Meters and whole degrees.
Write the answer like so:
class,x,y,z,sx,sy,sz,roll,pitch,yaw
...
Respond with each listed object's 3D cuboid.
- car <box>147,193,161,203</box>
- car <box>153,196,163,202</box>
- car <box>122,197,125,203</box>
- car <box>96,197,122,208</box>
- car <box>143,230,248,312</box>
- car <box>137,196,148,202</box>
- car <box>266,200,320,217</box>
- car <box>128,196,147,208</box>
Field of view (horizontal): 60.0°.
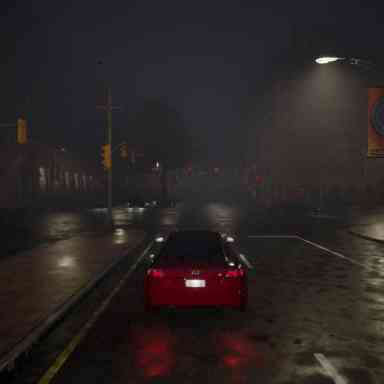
class,x,y,z,sx,sy,sz,roll,pitch,yaw
car,-8.029,1.223,68.613,2.150,2.045,5.566,0,0,0
car,-8.030,1.595,79.471,1.895,1.301,4.718,0,0,0
car,-14.775,1.595,67.921,1.895,1.301,4.718,0,0,0
car,-12.108,1.601,47.751,1.895,1.301,4.718,0,0,8
car,0.072,1.564,7.814,1.994,1.385,4.181,0,0,0
car,-11.529,1.553,77.272,1.994,1.385,4.181,0,0,0
car,9.468,1.505,31.343,4.892,1.490,1.837,0,1,5
car,-7.992,1.505,48.366,1.837,1.490,4.892,0,0,-3
